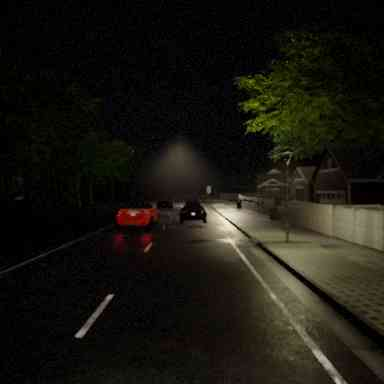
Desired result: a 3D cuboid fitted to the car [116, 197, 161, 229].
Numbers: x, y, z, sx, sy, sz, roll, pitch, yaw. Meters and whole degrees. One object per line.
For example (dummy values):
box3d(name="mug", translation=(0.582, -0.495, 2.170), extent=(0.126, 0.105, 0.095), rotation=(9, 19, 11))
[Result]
box3d(name="car", translation=(-3.404, 1.314, 21.306), extent=(2.097, 1.767, 4.553), rotation=(0, 0, 0))

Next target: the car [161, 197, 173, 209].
box3d(name="car", translation=(-3.410, 1.373, 42.373), extent=(1.882, 1.535, 5.008), rotation=(0, 1, 0))

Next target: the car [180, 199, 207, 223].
box3d(name="car", translation=(0.092, 1.518, 25.442), extent=(1.994, 1.385, 4.181), rotation=(0, 0, 0))
